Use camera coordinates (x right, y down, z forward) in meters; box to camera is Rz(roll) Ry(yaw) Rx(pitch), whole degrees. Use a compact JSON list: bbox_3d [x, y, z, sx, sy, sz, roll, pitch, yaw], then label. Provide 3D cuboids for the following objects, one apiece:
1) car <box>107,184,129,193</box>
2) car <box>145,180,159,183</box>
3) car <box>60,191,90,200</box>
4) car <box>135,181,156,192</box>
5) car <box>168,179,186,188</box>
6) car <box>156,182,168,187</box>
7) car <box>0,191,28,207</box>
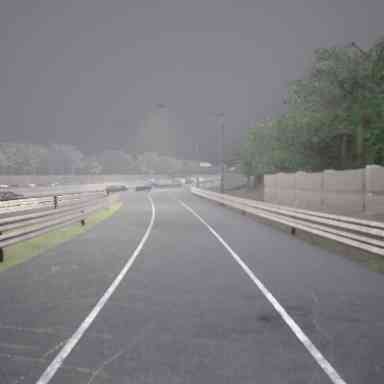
[{"bbox_3d":[-13.698,-0.646,63.401,1.812,1.442,4.674,0,3,15],"label":"car"},{"bbox_3d":[-10.535,-2.169,88.890,2.097,1.767,4.553,0,3,15],"label":"car"},{"bbox_3d":[-15.326,0.470,43.676,1.895,1.301,4.718,0,3,15],"label":"car"},{"bbox_3d":[-9.439,-0.847,65.788,1.882,1.535,5.008,0,3,15],"label":"car"},{"bbox_3d":[-3.772,-2.119,87.083,2.097,1.767,4.553,0,3,15],"label":"car"},{"bbox_3d":[-7.136,-1.907,88.061,1.895,1.301,4.718,0,3,15],"label":"car"},{"bbox_3d":[-20.671,0.850,37.197,1.895,1.301,4.718,0,3,15],"label":"car"}]
